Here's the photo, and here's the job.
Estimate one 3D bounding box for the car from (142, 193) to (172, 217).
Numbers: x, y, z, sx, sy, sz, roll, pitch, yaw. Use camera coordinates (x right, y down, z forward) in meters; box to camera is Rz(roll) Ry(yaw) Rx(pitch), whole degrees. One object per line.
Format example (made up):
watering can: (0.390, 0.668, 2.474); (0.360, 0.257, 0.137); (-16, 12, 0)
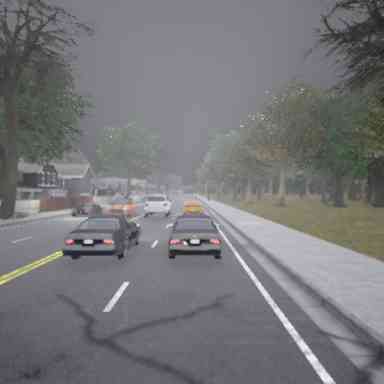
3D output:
car: (-3.149, 1.278, 31.708); (2.150, 2.045, 5.566); (0, 0, 0)

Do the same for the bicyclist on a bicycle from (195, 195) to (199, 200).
bicyclist on a bicycle: (0.897, 1.550, 62.525); (0.866, 1.612, 1.509); (0, 0, 0)

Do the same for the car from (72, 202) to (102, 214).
car: (-9.844, 1.621, 31.478); (1.994, 1.385, 4.181); (0, 0, 0)

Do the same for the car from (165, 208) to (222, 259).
car: (0.095, 1.571, 12.708); (2.033, 1.411, 5.357); (0, 0, 0)

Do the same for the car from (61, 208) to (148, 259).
car: (-3.154, 1.570, 12.654); (2.033, 1.411, 5.357); (0, 0, 0)

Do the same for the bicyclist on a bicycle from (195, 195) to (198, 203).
bicyclist on a bicycle: (0.901, 1.495, 71.522); (0.659, 1.776, 1.843); (0, 0, 0)

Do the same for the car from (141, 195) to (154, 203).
car: (-9.743, 1.512, 72.891); (2.128, 1.511, 4.902); (0, 0, 0)

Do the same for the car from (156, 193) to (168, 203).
car: (-6.493, 1.212, 72.861); (2.150, 2.045, 5.566); (0, 0, 0)

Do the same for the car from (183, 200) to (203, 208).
car: (0.101, 1.539, 34.107); (1.882, 1.535, 5.008); (0, 0, 0)

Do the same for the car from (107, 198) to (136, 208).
car: (-6.595, 1.408, 31.278); (2.097, 1.767, 4.553); (0, 0, 0)
